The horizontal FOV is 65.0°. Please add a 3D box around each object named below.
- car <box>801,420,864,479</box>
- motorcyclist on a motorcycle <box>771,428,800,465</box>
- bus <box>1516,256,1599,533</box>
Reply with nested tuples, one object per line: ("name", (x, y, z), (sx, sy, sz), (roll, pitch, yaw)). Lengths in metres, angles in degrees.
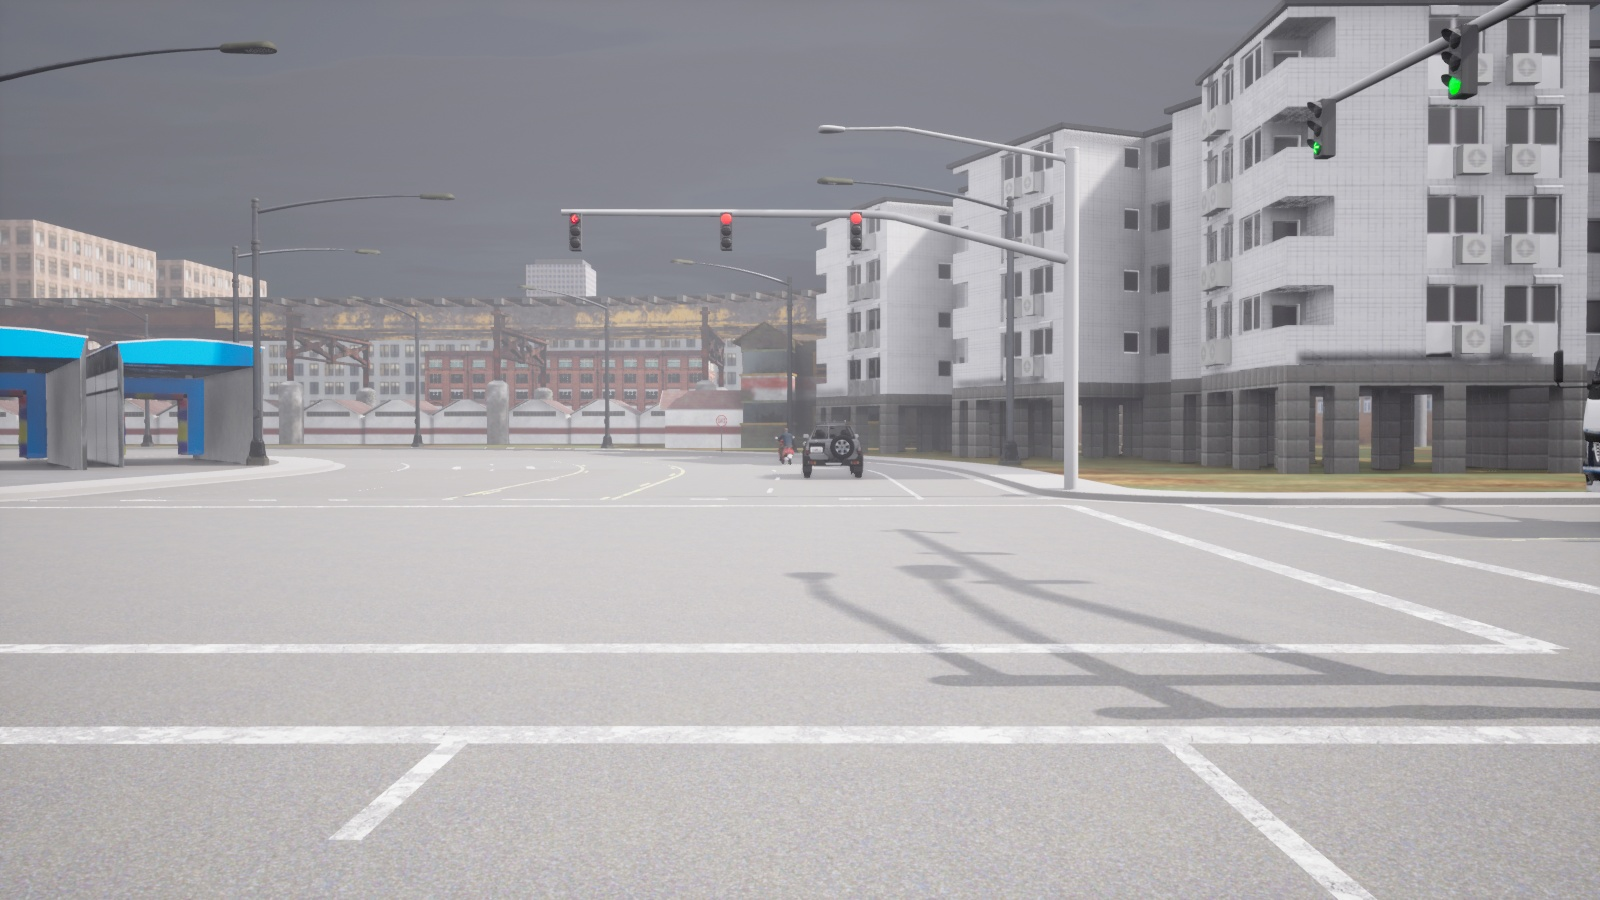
("car", (1.033, -0.065, 41.634), (1.932, 1.855, 4.605), (0, 1, 0))
("motorcyclist on a motorcycle", (-0.631, -0.156, 54.383), (0.866, 1.590, 1.817), (-1, 1, -14))
("bus", (17.422, -0.860, 19.572), (10.273, 4.253, 3.944), (0, 1, -1))
